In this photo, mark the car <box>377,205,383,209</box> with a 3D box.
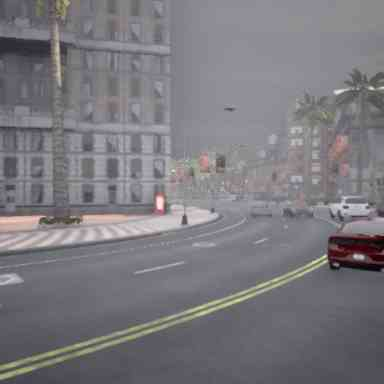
[{"bbox_3d":[16.585,1.627,27.254,2.128,1.511,4.902,0,0,12],"label":"car"}]

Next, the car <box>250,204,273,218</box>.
[{"bbox_3d":[6.731,1.819,32.326,1.895,1.301,4.718,0,0,6],"label":"car"}]

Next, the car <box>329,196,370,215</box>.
[{"bbox_3d":[13.374,1.381,28.479,2.150,2.045,5.566,0,0,11],"label":"car"}]

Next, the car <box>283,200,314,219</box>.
[{"bbox_3d":[10.053,1.550,31.629,2.097,1.767,4.553,0,0,6],"label":"car"}]

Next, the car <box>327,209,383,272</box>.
[{"bbox_3d":[5.797,1.535,10.565,1.882,1.535,5.008,0,0,37],"label":"car"}]
